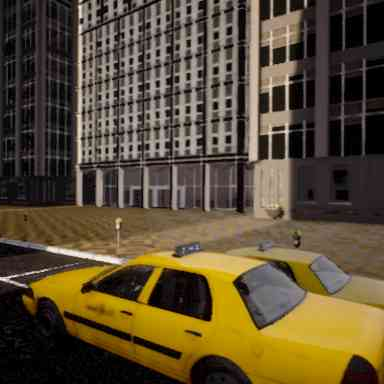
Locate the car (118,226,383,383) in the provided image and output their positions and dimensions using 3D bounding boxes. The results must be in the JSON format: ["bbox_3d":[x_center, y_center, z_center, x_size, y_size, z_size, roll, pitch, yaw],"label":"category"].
[{"bbox_3d":[1.037,1.534,5.810,4.829,1.417,1.752,0,0,36],"label":"car"}]

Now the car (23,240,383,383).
[{"bbox_3d":[-0.287,1.461,4.566,5.366,1.575,1.801,0,0,36],"label":"car"}]
